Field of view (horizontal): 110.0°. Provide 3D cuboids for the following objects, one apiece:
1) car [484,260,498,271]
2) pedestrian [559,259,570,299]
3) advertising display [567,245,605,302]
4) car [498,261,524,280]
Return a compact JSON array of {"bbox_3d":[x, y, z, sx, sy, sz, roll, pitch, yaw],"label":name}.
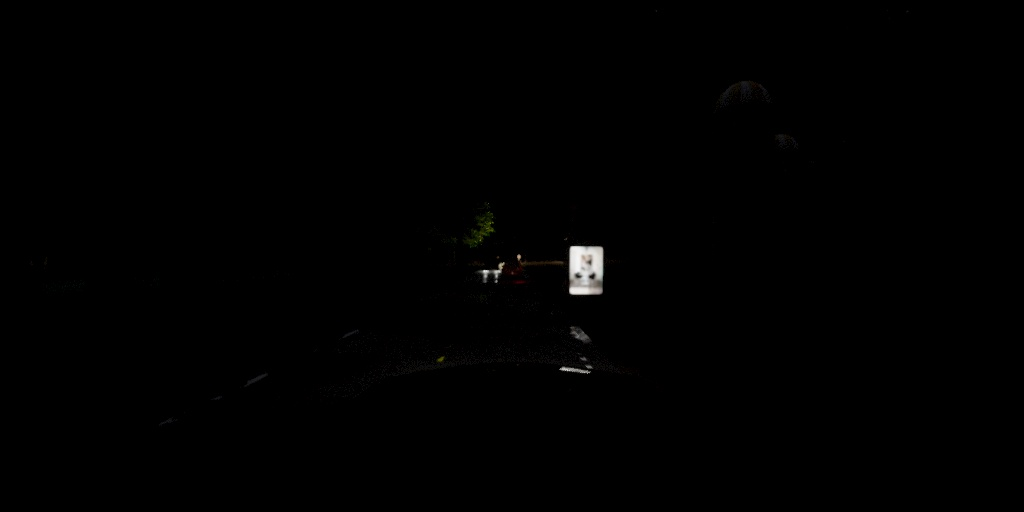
[{"bbox_3d":[-2.806,1.261,50.088,1.837,1.490,4.892,0,-1,0],"label":"car"},{"bbox_3d":[2.423,1.010,15.921,0.375,1.860,0.375,-1,1,0],"label":"pedestrian"},{"bbox_3d":[3.127,0.753,15.291,1.540,2.440,0.280,0,0,0],"label":"advertising display"},{"bbox_3d":[0.054,1.210,31.502,1.882,1.535,5.008,0,0,0],"label":"car"}]
